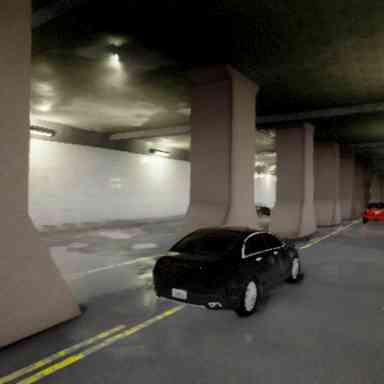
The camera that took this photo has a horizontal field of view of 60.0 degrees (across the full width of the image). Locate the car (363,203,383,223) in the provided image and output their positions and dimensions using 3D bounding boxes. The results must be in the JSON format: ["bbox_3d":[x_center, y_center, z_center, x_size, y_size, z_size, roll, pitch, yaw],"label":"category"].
[{"bbox_3d":[15.789,1.683,27.979,2.097,1.767,4.553,1,0,35],"label":"car"}]

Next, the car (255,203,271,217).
[{"bbox_3d":[6.264,1.788,32.753,1.994,1.385,4.181,1,0,33],"label":"car"}]

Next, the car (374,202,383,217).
[{"bbox_3d":[21.661,1.956,37.108,1.837,1.490,4.892,1,0,34],"label":"car"}]

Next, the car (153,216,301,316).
[{"bbox_3d":[1.113,1.551,7.814,1.837,1.490,4.892,1,0,33],"label":"car"}]
